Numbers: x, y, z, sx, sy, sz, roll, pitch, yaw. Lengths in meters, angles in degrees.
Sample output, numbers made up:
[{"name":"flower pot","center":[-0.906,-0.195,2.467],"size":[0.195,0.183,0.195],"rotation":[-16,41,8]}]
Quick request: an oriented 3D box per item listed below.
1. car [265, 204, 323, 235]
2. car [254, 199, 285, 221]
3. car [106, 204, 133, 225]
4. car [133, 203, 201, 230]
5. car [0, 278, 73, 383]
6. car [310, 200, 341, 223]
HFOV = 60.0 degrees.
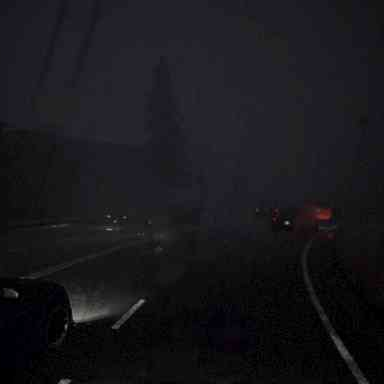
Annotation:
[{"name":"car","center":[6.057,1.618,19.381],"size":[1.994,1.385,4.181],"rotation":[0,0,31]},{"name":"car","center":[6.842,1.418,27.383],"size":[2.097,1.767,4.553],"rotation":[0,0,32]},{"name":"car","center":[-3.676,1.539,24.006],"size":[2.033,1.411,5.357],"rotation":[0,0,30]},{"name":"car","center":[-1.197,1.499,21.260],"size":[2.128,1.511,4.902],"rotation":[0,0,29]},{"name":"car","center":[-2.977,1.546,3.540],"size":[1.994,1.385,4.181],"rotation":[0,0,5]},{"name":"car","center":[10.573,1.442,26.747],"size":[2.097,1.767,4.553],"rotation":[0,0,32]}]
